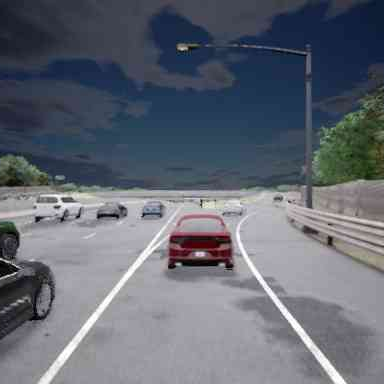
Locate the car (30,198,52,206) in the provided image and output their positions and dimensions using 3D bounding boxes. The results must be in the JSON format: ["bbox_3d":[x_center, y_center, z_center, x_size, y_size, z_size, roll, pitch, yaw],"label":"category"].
[{"bbox_3d":[-28.020,1.815,61.883,1.882,1.535,5.008,0,-1,0],"label":"car"}]

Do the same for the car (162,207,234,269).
[{"bbox_3d":[0.325,1.484,11.203,1.882,1.535,5.008,0,0,3],"label":"car"}]

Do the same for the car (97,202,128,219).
[{"bbox_3d":[-6.909,1.597,29.160,1.994,1.385,4.181,0,0,0],"label":"car"}]

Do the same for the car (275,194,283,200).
[{"bbox_3d":[23.478,1.288,89.517,1.994,1.385,4.181,-1,1,16],"label":"car"}]

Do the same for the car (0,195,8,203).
[{"bbox_3d":[-43.337,1.558,75.403,1.837,1.490,4.892,1,0,-16],"label":"car"}]

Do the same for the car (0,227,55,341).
[{"bbox_3d":[-3.502,1.509,4.372,1.837,1.490,4.892,0,0,0],"label":"car"}]

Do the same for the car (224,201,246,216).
[{"bbox_3d":[4.322,1.594,33.696,1.812,1.442,4.674,-1,0,16],"label":"car"}]

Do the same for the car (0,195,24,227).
[{"bbox_3d":[-6.902,1.230,8.920,2.150,2.045,5.566,0,0,0],"label":"car"}]

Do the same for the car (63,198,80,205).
[{"bbox_3d":[-28.023,2.145,77.634,2.128,1.511,4.902,0,-1,0],"label":"car"}]

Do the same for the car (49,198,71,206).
[{"bbox_3d":[-24.522,1.884,62.034,2.033,1.411,5.357,0,-1,0],"label":"car"}]

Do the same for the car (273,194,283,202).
[{"bbox_3d":[20.522,1.525,79.847,1.837,1.490,4.892,-1,1,17],"label":"car"}]

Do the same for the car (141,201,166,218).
[{"bbox_3d":[-3.509,1.586,30.954,2.033,1.411,5.357,0,0,0],"label":"car"}]

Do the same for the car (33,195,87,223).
[{"bbox_3d":[-10.407,1.248,26.182,2.150,2.045,5.566,0,0,0],"label":"car"}]
